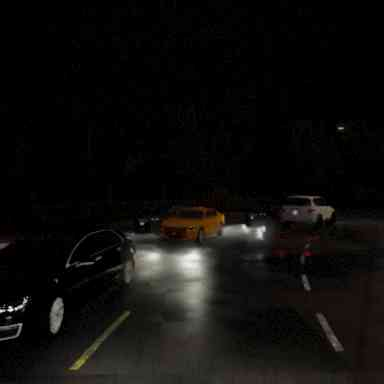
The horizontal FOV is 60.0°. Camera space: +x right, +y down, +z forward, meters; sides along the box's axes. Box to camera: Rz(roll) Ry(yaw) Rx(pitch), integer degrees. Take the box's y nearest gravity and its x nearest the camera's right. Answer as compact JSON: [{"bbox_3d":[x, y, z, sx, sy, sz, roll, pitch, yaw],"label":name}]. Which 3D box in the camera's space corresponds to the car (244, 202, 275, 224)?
[{"bbox_3d":[5.631,1.534,25.147,2.128,1.511,4.902,0,0,36],"label":"car"}]

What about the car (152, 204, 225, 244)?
[{"bbox_3d":[0.158,1.491,16.359,1.882,1.535,5.008,0,0,22],"label":"car"}]

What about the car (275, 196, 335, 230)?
[{"bbox_3d":[7.665,1.270,21.726,2.150,2.045,5.566,0,0,36],"label":"car"}]

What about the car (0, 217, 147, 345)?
[{"bbox_3d":[-2.662,1.499,6.738,1.837,1.490,4.892,0,0,12],"label":"car"}]

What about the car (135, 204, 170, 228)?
[{"bbox_3d":[-1.623,1.502,20.576,2.128,1.511,4.902,0,0,28],"label":"car"}]
